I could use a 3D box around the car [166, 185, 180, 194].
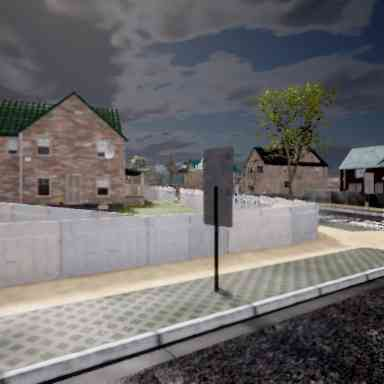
[{"bbox_3d":[-3.456,-0.419,58.925,1.882,1.535,5.008,0,2,-20],"label":"car"}]
